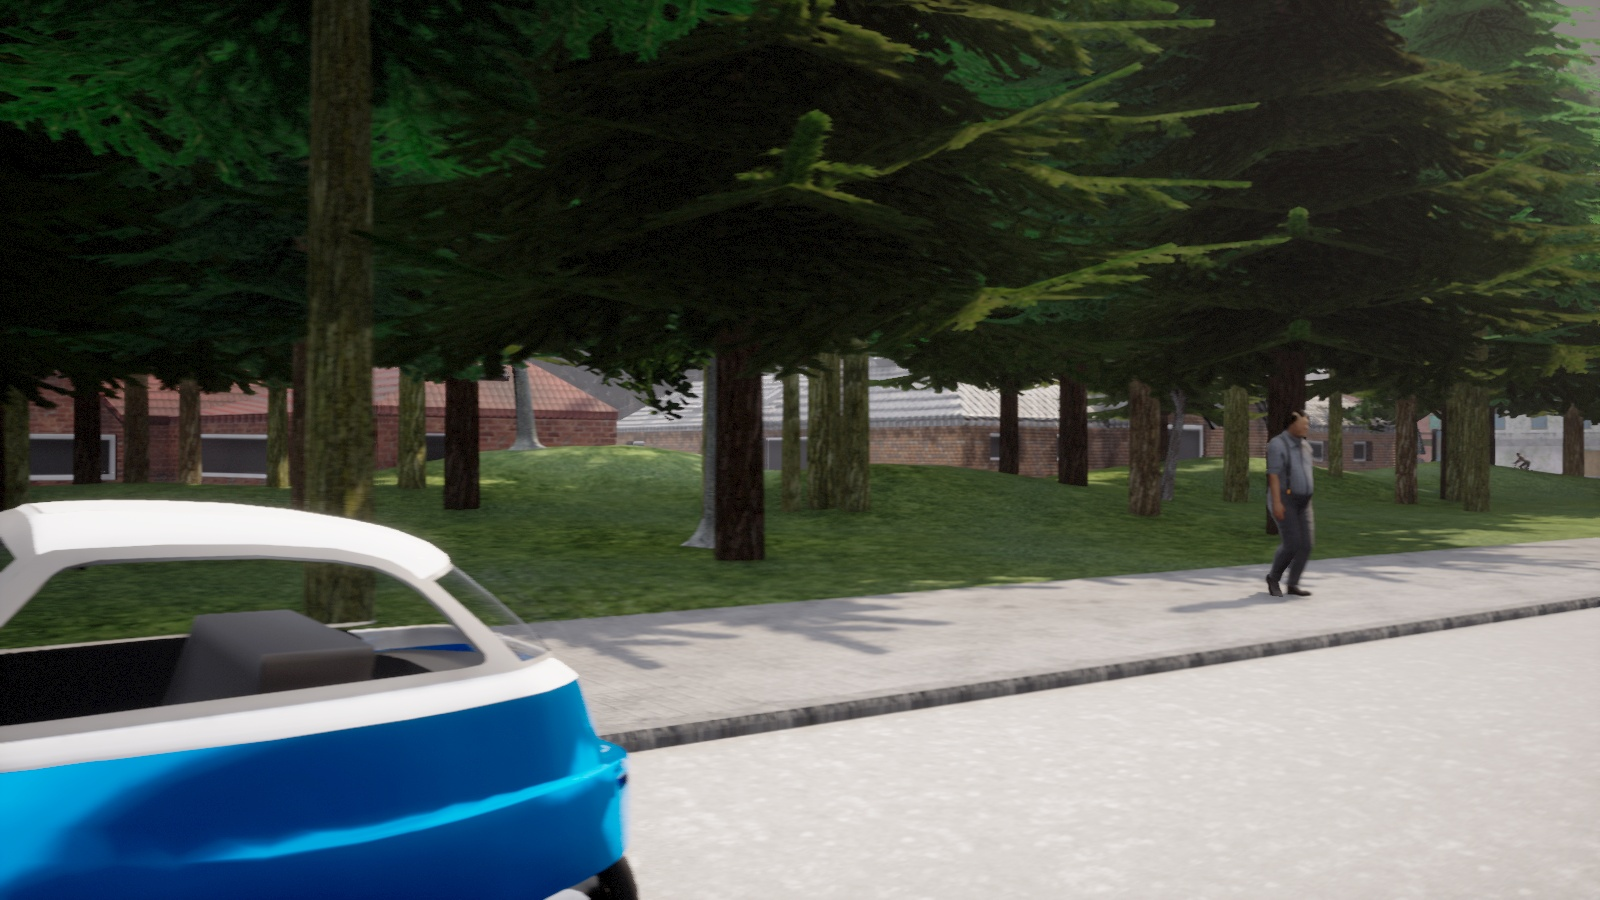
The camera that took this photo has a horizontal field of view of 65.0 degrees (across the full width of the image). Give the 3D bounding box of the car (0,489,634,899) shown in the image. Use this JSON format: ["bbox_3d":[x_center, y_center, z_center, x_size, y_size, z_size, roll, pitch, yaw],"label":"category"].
[{"bbox_3d":[-1.739,0.810,3.058,2.207,1.376,1.481,0,0,-35],"label":"car"}]

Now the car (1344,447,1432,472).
[{"bbox_3d":[39.971,0.649,85.530,2.152,1.651,5.027,0,0,-35],"label":"car"}]

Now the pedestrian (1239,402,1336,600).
[{"bbox_3d":[4.689,0.474,12.102,0.540,1.848,0.694,0,0,-20],"label":"pedestrian"}]
